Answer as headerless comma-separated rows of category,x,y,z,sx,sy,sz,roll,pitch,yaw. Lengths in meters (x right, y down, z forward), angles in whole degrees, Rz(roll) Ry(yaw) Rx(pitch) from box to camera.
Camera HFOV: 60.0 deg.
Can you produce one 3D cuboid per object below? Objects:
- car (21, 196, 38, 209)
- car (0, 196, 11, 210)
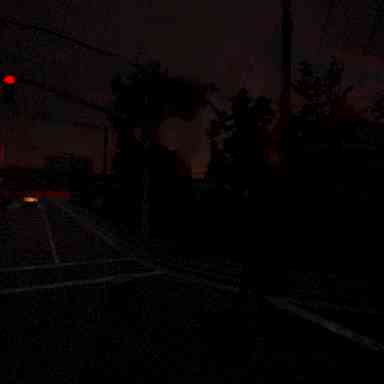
car,-22.497,1.591,45.973,1.895,1.301,4.718,2,0,-25
car,-24.746,1.260,42.288,2.097,1.767,4.553,2,0,-25
